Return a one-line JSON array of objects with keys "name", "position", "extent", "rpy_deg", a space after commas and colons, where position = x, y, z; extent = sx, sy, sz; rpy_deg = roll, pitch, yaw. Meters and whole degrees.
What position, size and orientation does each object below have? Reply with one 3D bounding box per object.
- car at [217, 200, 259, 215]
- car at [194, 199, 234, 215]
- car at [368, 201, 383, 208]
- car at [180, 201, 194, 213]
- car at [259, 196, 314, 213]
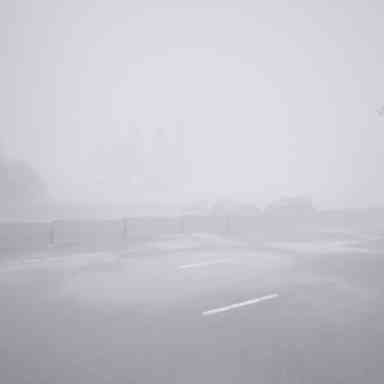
[{"name": "car", "position": [4.979, 1.747, 33.340], "extent": [4.181, 1.385, 1.994], "rpy_deg": [1, 0, -35]}, {"name": "car", "position": [2.982, 1.535, 36.214], "extent": [4.553, 1.767, 2.097], "rpy_deg": [1, -1, -35]}, {"name": "car", "position": [35.622, 2.522, 63.692], "extent": [5.008, 1.535, 1.882], "rpy_deg": [2, -1, -35]}, {"name": "car", "position": [0.919, 1.661, 39.042], "extent": [5.008, 1.535, 1.882], "rpy_deg": [1, 0, -35]}, {"name": "car", "position": [9.485, 1.441, 32.254], "extent": [5.566, 2.045, 2.150], "rpy_deg": [1, 0, -35]}]
